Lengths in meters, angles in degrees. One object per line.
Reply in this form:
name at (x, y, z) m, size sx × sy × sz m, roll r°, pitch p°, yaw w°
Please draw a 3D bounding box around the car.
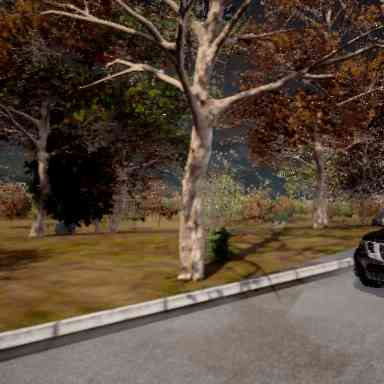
car at (6.267, 1.221, 8.137) m, size 5.566 × 2.045 × 2.150 m, roll 0°, pitch 0°, yaw -35°
